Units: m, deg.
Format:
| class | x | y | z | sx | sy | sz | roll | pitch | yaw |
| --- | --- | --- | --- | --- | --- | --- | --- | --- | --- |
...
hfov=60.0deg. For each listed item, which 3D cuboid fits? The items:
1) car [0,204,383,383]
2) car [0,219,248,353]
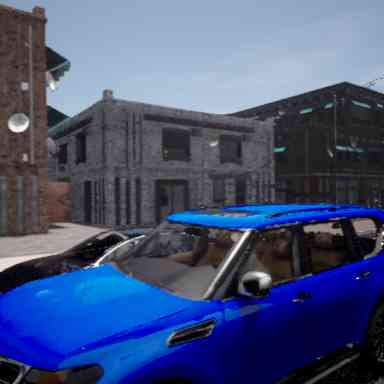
| class | x | y | z | sx | sy | sz | roll | pitch | yaw |
| --- | --- | --- | --- | --- | --- | --- | --- | --- | --- |
| car | 0.545 | 1.209 | 4.076 | 5.566 | 2.045 | 2.150 | 0 | 0 | -36 |
| car | -1.275 | 1.492 | 6.769 | 4.892 | 1.490 | 1.837 | 0 | 0 | -36 |
